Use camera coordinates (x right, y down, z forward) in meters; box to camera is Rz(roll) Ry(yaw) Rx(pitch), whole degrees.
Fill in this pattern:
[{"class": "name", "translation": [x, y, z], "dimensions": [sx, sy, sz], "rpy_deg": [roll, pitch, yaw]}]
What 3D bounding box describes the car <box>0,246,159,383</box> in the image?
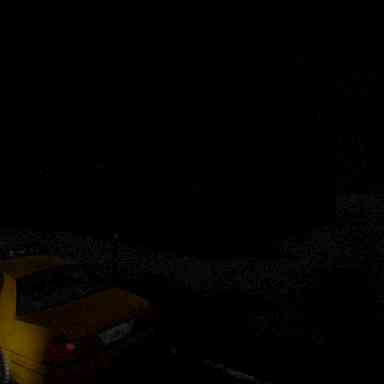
[{"class": "car", "translation": [-2.698, 1.499, 4.998], "dimensions": [4.829, 1.417, 1.752], "rpy_deg": [0, 1, 36]}]
